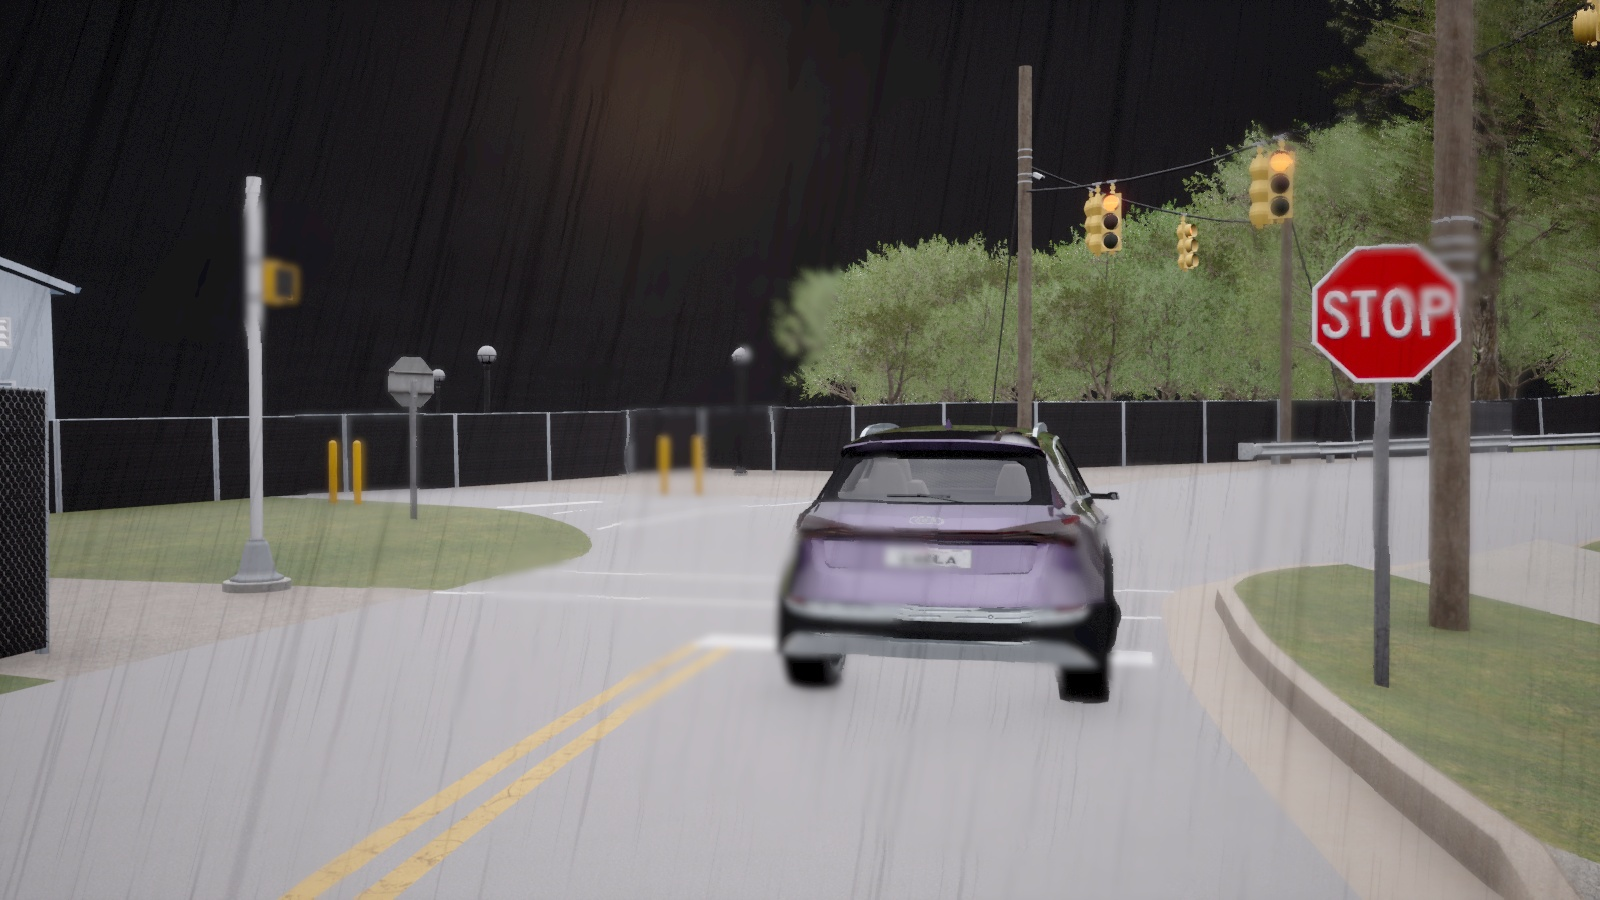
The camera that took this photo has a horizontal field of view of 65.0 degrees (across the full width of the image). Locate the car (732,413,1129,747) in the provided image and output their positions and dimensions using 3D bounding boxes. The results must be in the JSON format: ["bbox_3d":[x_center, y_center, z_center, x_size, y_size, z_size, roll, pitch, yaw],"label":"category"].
[{"bbox_3d":[1.199,0.626,8.790,2.033,1.649,4.856,0,0,14],"label":"car"}]
